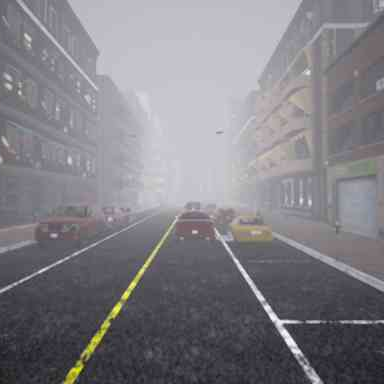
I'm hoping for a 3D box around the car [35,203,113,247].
[{"bbox_3d":[-5.664,1.492,16.175,2.192,1.841,5.009,0,-1,0],"label":"car"}]

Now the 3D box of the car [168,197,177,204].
[{"bbox_3d":[-5.545,2.339,95.078,2.192,1.841,5.009,0,-1,0],"label":"car"}]

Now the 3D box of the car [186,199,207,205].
[{"bbox_3d":[0.151,1.730,34.668,2.097,1.767,4.553,0,-1,0],"label":"car"}]

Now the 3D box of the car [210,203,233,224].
[{"bbox_3d":[2.732,1.845,27.428,1.887,1.381,4.507,0,-1,0],"label":"car"}]

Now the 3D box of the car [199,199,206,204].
[{"bbox_3d":[2.826,2.546,89.422,1.802,1.307,4.206,0,-1,0],"label":"car"}]

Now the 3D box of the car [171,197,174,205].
[{"bbox_3d":[-5.581,2.334,72.532,2.008,1.369,4.403,0,-1,0],"label":"car"}]

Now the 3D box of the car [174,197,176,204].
[{"bbox_3d":[-5.563,2.448,83.804,1.887,1.381,4.507,0,-1,0],"label":"car"}]

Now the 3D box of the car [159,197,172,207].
[{"bbox_3d":[-5.589,2.274,66.895,2.008,1.369,4.403,0,-1,0],"label":"car"}]

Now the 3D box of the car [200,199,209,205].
[{"bbox_3d":[2.809,2.410,78.151,1.947,1.339,4.313,0,-1,0],"label":"car"}]

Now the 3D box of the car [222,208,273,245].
[{"bbox_3d":[2.715,1.705,16.326,1.752,1.417,4.829,0,-1,0],"label":"car"}]

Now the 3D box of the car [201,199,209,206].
[{"bbox_3d":[2.801,2.311,72.685,1.752,1.417,4.829,0,-1,0],"label":"car"}]

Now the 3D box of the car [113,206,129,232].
[{"bbox_3d":[-5.657,1.678,21.809,1.967,1.590,4.097,0,-1,0],"label":"car"}]

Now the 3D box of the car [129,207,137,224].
[{"bbox_3d":[-5.648,1.844,27.445,1.887,1.381,4.507,0,-1,0],"label":"car"}]

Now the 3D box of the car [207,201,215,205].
[{"bbox_3d":[2.766,2.094,49.971,2.008,1.369,4.403,0,-1,0],"label":"car"}]

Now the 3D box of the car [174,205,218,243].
[{"bbox_3d":[0.125,1.667,17.297,1.882,1.535,5.008,0,-1,0],"label":"car"}]
